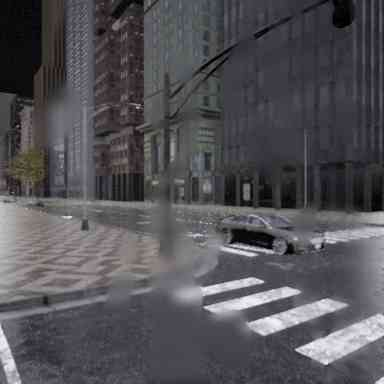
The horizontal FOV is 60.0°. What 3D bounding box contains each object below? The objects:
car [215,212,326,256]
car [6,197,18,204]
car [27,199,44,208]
[{"bbox_3d":[2.995,1.607,13.650,2.128,1.511,4.902,0,1,-36],"label":"car"},{"bbox_3d":[-39.845,1.788,73.498,2.128,1.511,4.902,0,0,-36],"label":"car"},{"bbox_3d":[-24.618,1.787,52.226,1.994,1.385,4.181,0,0,-36],"label":"car"}]
